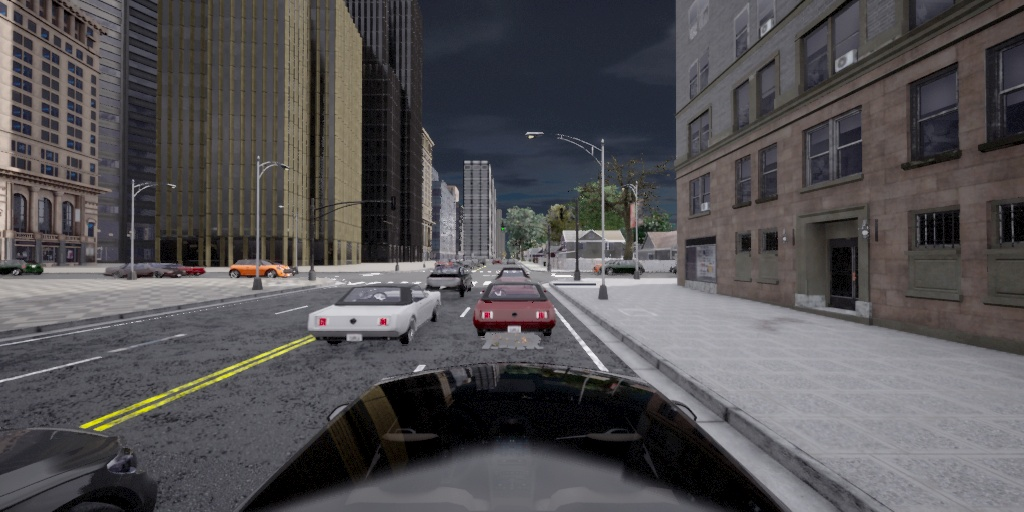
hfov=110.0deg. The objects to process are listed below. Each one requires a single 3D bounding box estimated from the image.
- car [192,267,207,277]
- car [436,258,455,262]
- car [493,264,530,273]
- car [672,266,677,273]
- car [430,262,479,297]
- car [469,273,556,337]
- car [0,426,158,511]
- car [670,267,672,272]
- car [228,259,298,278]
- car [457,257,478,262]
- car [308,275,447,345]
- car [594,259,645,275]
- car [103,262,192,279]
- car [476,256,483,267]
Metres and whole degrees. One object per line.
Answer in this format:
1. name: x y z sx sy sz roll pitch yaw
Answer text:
1. car: -31.746 1.340 33.625 4.718 1.301 1.895 0 -1 -4
2. car: -9.987 1.105 52.560 2.097 1.767 4.553 0 0 0
3. car: 0.048 1.316 19.254 1.994 1.385 4.181 0 0 0
4. car: 18.529 1.243 34.447 4.892 1.490 1.837 0 -1 0
5. car: -3.198 1.244 18.949 2.128 1.511 4.902 0 0 0
6. car: 0.057 1.351 10.225 1.895 1.301 4.718 0 0 0
7. car: -3.142 1.275 0.256 1.812 1.442 4.674 0 0 0
8. car: 21.099 1.353 41.137 5.357 1.411 2.033 0 -1 0
9. car: -21.577 1.059 30.949 4.553 1.767 2.097 0 -1 -2
10. car: -6.738 1.258 54.386 1.837 1.490 4.892 0 0 0
11. car: -3.176 1.352 9.446 1.895 1.301 4.718 0 0 0
12. car: 11.505 1.124 37.922 4.553 1.767 2.097 0 -1 0
13. car: -31.061 1.254 30.424 5.357 1.411 2.033 0 -1 -4
14. car: -6.739 1.258 64.525 1.837 1.490 4.892 0 0 0
